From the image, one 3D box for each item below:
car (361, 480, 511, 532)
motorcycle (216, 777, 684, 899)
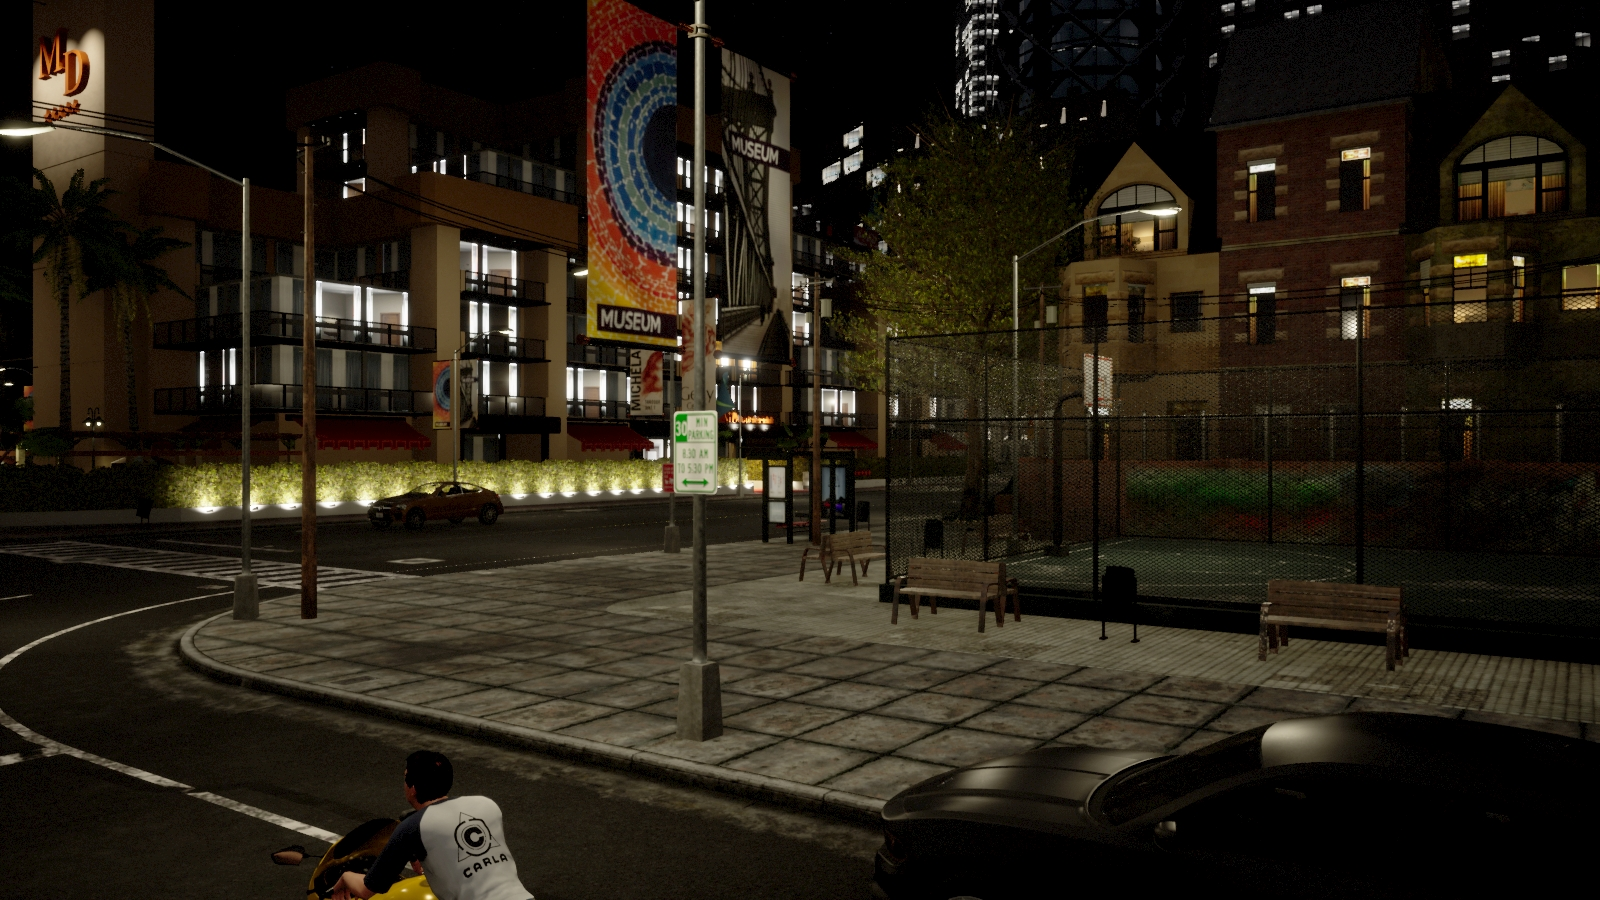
[{"bbox_3d":[-13.322,1.992,42.110,2.152,1.651,5.027,0,0,34],"label":"car"},{"bbox_3d":[-1.529,2.213,4.819,2.033,1.145,0.803,0,0,35],"label":"motorcycle"}]
